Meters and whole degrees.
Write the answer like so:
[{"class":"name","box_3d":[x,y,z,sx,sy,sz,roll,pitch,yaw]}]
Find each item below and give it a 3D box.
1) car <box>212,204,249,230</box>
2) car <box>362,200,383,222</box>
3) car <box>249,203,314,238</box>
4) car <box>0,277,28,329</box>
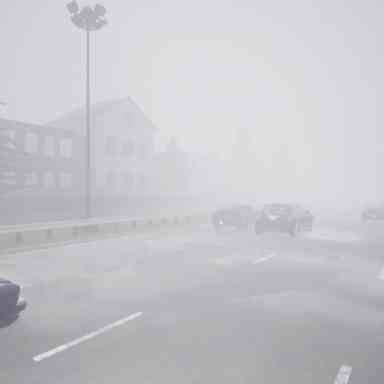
[{"class":"car","box_3d":[3.048,1.518,21.362,1.837,1.490,4.892,0,0,34]},{"class":"car","box_3d":[14.137,1.541,25.330,1.812,1.442,4.674,0,0,34]},{"class":"car","box_3d":[5.202,1.363,18.291,2.097,1.767,4.553,0,0,34]},{"class":"car","box_3d":[-4.545,1.603,3.785,1.895,1.301,4.718,0,0,34]}]
